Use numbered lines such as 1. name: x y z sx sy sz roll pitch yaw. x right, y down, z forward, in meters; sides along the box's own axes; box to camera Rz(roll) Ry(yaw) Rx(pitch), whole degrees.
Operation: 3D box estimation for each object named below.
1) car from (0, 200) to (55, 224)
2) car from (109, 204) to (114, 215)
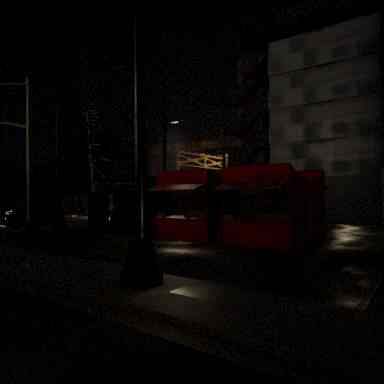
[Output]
1. car: -12.861 1.490 26.262 2.097 1.767 4.553 -1 -1 36
2. car: -7.147 1.663 34.109 1.812 1.442 4.674 -1 -1 36
